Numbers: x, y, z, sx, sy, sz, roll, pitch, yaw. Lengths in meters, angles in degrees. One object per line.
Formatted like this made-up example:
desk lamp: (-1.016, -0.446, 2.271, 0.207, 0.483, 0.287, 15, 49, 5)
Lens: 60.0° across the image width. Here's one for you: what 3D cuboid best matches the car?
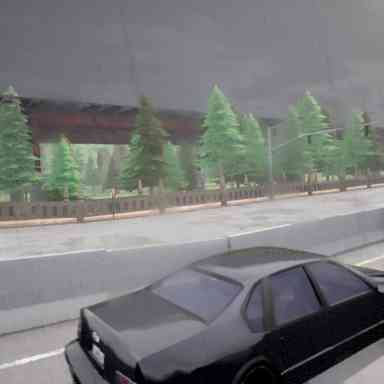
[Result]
car: (1.159, 1.512, 4.580, 5.357, 1.411, 2.033, -1, 1, -36)
